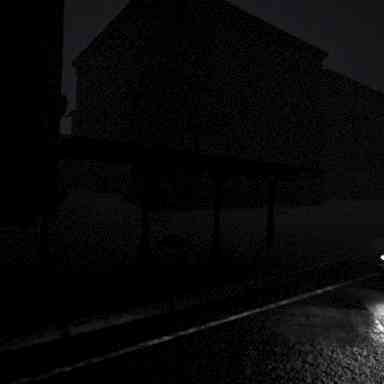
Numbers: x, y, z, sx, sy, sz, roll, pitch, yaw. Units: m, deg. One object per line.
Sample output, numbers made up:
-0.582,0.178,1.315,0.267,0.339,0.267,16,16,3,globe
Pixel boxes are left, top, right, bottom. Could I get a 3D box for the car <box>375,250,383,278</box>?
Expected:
6.583,1.584,8.344,4.718,1.301,1.895,0,0,-36,car
